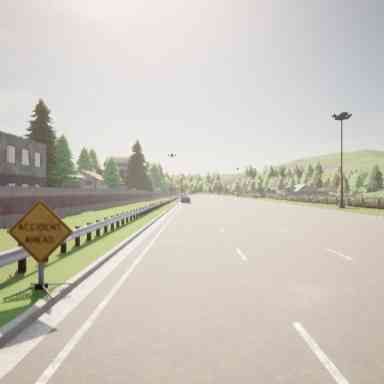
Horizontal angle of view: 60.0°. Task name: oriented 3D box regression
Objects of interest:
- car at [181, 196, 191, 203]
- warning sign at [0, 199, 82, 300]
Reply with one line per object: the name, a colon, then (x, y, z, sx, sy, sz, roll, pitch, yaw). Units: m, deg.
car: (-1.225, 1.508, 66.729, 1.882, 1.535, 5.008, 0, 0, 0)
warning sign: (-3.050, 1.088, 6.729, 1.300, 1.860, 1.060, 0, 0, 0)
